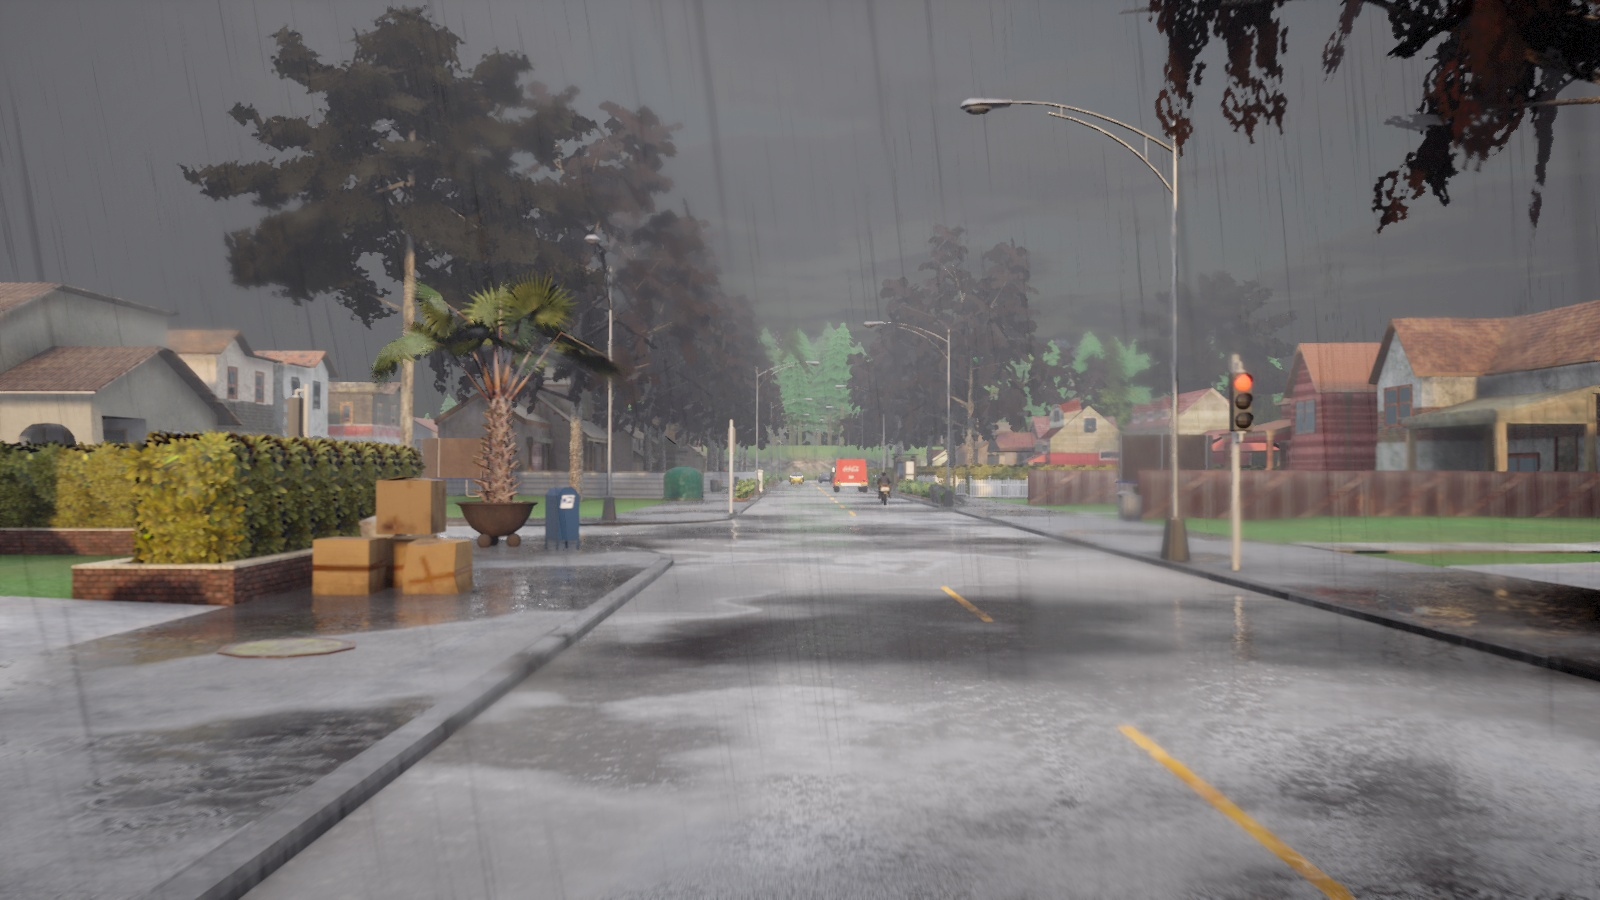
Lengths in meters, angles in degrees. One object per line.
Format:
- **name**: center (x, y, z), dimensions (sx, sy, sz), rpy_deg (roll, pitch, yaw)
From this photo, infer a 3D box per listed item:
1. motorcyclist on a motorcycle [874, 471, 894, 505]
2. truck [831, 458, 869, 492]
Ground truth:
- **motorcyclist on a motorcycle**: center (3.853, 1.746, 57.612), dimensions (0.797, 1.523, 2.044), rpy_deg (0, -1, 0)
- **truck**: center (3.762, 1.898, 94.713), dimensions (2.627, 2.467, 5.204), rpy_deg (0, -1, 0)
